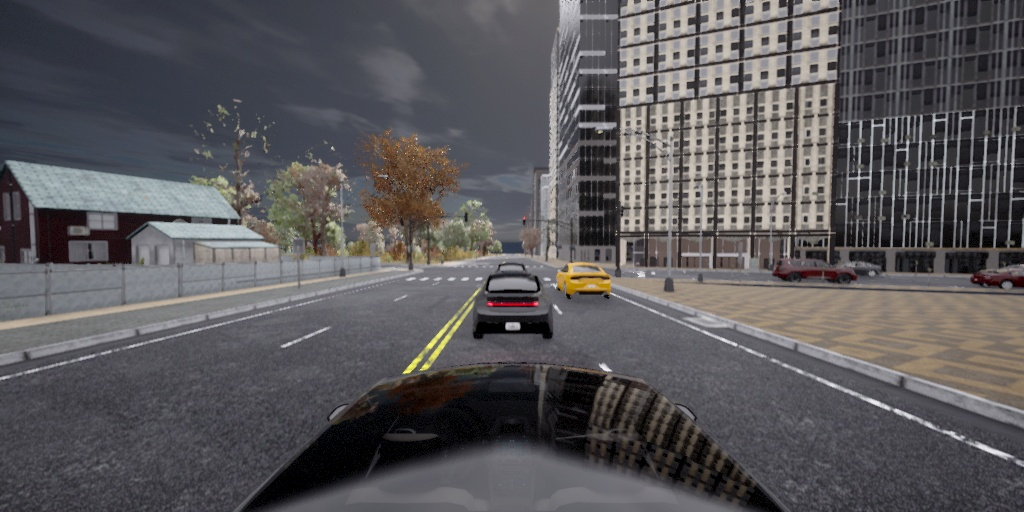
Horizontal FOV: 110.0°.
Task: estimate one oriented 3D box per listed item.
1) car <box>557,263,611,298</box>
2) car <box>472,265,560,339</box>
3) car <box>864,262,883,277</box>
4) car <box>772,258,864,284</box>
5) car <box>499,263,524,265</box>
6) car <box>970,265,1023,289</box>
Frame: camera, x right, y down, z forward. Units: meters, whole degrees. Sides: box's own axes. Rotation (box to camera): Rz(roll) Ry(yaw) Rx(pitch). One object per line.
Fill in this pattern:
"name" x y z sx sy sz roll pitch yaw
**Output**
"car" 3.274 1.070 17.137 1.882 1.535 5.008 0 1 0
"car" 0.029 1.172 9.779 1.837 1.490 4.892 0 1 0
"car" 30.987 1.158 32.957 4.403 1.370 2.007 0 0 20
"car" 22.964 1.137 27.495 5.009 1.841 2.192 0 0 20
"car" -0.032 1.085 18.446 1.837 1.490 4.892 0 1 0
"car" 33.618 1.498 23.619 4.507 1.381 1.888 0 0 20
